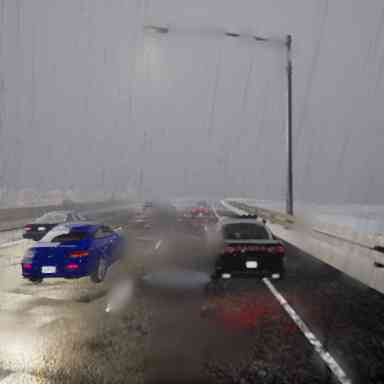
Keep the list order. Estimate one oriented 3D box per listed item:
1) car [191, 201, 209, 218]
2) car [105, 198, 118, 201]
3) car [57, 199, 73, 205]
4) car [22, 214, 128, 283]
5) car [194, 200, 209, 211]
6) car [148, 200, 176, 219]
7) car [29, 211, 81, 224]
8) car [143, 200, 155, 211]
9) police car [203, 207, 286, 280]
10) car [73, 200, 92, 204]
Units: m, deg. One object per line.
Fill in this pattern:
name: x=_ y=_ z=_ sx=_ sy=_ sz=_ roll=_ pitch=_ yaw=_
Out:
car: x=0.914 y=1.837 z=33.509 sx=1.895 sy=1.301 sz=4.718 roll=0 pitch=0 yaw=3
car: x=-15.403 y=1.903 z=63.203 sx=2.097 sy=1.767 sz=4.553 roll=0 pitch=-1 yaw=3
car: x=-22.578 y=2.056 z=59.988 sx=1.837 sy=1.490 sz=4.892 roll=0 pitch=0 yaw=3
car: x=-3.194 y=1.606 z=9.837 sx=1.812 sy=1.442 sz=4.674 roll=0 pitch=0 yaw=1
car: x=1.407 y=1.905 z=47.088 sx=1.994 sy=1.385 sz=4.181 roll=0 pitch=0 yaw=3
car: x=-2.594 y=1.787 z=32.134 sx=2.033 sy=1.411 sz=5.357 roll=0 pitch=0 yaw=2
car: x=-6.538 y=1.693 z=17.121 sx=2.033 sy=1.411 sz=5.357 roll=0 pitch=0 yaw=2
car: x=-5.565 y=1.851 z=45.939 sx=2.128 sy=1.511 sz=4.902 roll=0 pitch=-1 yaw=2
police car: x=1.434 y=1.491 z=10.270 sx=1.930 sy=1.638 sz=5.238 roll=0 pitch=0 yaw=1
car: x=-19.090 y=2.136 z=59.814 sx=1.895 sy=1.301 sz=4.718 roll=0 pitch=-1 yaw=3
